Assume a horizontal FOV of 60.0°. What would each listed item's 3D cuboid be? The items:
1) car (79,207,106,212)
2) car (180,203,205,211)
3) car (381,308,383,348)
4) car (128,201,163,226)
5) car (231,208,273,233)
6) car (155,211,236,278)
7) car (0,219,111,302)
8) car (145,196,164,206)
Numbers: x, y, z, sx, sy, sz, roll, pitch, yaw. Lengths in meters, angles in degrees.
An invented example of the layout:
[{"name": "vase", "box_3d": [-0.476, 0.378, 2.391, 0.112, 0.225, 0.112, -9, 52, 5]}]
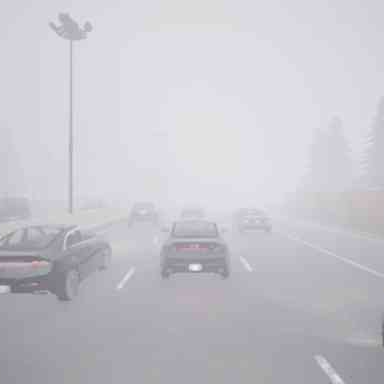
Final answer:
[{"name": "car", "box_3d": [-10.385, 1.736, 35.103, 2.128, 1.511, 4.902, 0, -1, 3]}, {"name": "car", "box_3d": [0.054, 1.655, 27.177, 1.882, 1.535, 5.008, 0, 0, 0]}, {"name": "car", "box_3d": [3.564, 1.364, 2.596, 2.097, 1.767, 4.553, 0, 0, 0]}, {"name": "car", "box_3d": [-3.448, 1.522, 25.352, 2.097, 1.767, 4.553, 0, 0, 0]}, {"name": "car", "box_3d": [3.552, 1.677, 20.539, 2.033, 1.411, 5.357, 0, 0, 0]}, {"name": "car", "box_3d": [0.077, 1.573, 10.388, 1.837, 1.490, 4.892, 0, 0, 0]}, {"name": "car", "box_3d": [-3.424, 1.553, 8.421, 2.128, 1.511, 4.902, 0, 0, 0]}, {"name": "car", "box_3d": [-7.503, 1.805, 67.406, 2.097, 1.767, 4.553, 0, -1, 20]}]
